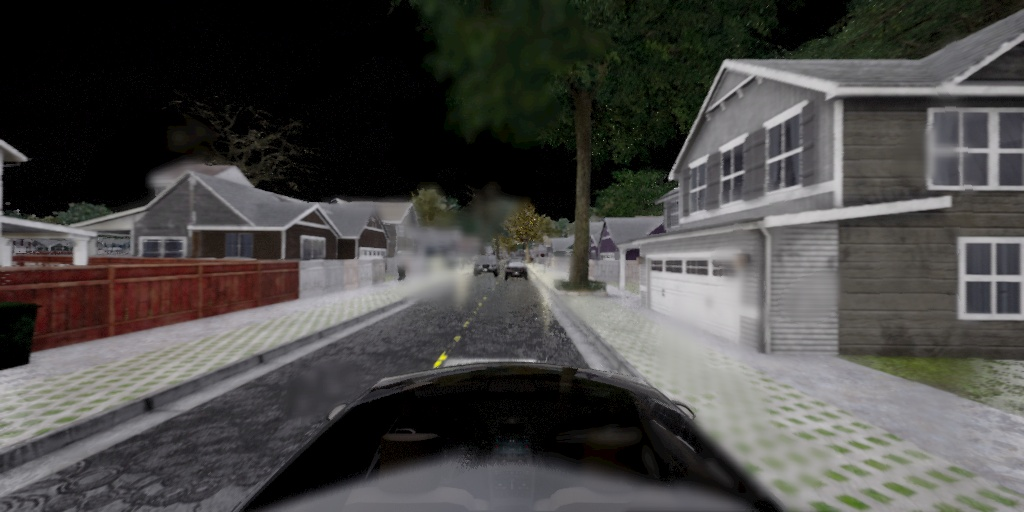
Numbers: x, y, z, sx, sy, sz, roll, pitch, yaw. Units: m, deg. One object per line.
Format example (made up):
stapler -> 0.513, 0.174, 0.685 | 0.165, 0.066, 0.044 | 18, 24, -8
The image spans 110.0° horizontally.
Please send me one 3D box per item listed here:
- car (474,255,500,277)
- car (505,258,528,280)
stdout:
car -> -2.363, 0.921, 35.330 | 2.150, 2.045, 5.566 | 1, 0, 1
car -> 0.376, 1.203, 30.921 | 1.882, 1.535, 5.008 | 1, 0, 1
